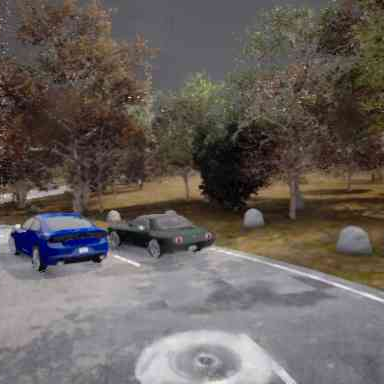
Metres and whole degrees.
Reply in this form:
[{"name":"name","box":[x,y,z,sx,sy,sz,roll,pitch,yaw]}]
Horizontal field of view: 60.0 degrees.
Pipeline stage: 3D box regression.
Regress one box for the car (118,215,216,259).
[{"name":"car","box":[-1.358,1.486,12.253,1.895,1.301,4.718,-1,1,-39]}]

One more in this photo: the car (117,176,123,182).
[{"name":"car","box":[-20.043,-3.615,90.496,2.128,1.511,4.902,-1,5,10]}]

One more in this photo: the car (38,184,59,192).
[{"name":"car","box":[-28.798,-0.875,66.700,1.895,1.301,4.718,-1,5,11]}]

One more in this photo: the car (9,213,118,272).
[{"name":"car","box":[-4.531,1.432,10.947,1.882,1.535,5.008,-1,0,-40]}]
